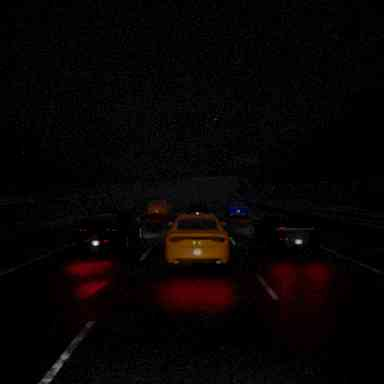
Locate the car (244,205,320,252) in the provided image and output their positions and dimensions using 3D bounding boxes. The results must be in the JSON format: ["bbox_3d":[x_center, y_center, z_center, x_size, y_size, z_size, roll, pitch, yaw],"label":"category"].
[{"bbox_3d":[3.702,1.501,13.860,2.128,1.511,4.902,0,0,1],"label":"car"}]

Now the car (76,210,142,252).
[{"bbox_3d":[-3.298,1.511,13.896,1.837,1.490,4.892,0,0,1],"label":"car"}]

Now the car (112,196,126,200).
[{"bbox_3d":[-12.605,1.507,57.522,1.837,1.490,4.892,0,0,3],"label":"car"}]

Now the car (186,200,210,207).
[{"bbox_3d":[0.505,1.521,29.601,1.837,1.490,4.892,0,0,1],"label":"car"}]

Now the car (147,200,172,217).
[{"bbox_3d":[-2.958,1.492,31.060,1.882,1.535,5.008,0,0,2],"label":"car"}]

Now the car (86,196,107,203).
[{"bbox_3d":[-16.103,1.504,57.596,1.837,1.490,4.892,0,0,3],"label":"car"}]

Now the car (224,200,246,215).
[{"bbox_3d":[4.043,1.497,31.013,1.882,1.535,5.008,0,0,2],"label":"car"}]

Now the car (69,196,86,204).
[{"bbox_3d":[-19.599,1.489,57.695,2.128,1.511,4.902,0,0,3],"label":"car"}]

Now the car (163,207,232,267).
[{"bbox_3d":[0.175,1.484,11.494,1.882,1.535,5.008,0,0,1],"label":"car"}]
